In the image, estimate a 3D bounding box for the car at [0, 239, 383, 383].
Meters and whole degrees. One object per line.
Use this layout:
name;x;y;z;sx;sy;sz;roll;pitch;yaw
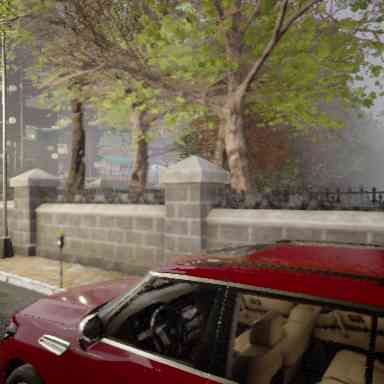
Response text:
car;0.533;1.317;2.508;5.009;1.841;2.192;0;-1;36
